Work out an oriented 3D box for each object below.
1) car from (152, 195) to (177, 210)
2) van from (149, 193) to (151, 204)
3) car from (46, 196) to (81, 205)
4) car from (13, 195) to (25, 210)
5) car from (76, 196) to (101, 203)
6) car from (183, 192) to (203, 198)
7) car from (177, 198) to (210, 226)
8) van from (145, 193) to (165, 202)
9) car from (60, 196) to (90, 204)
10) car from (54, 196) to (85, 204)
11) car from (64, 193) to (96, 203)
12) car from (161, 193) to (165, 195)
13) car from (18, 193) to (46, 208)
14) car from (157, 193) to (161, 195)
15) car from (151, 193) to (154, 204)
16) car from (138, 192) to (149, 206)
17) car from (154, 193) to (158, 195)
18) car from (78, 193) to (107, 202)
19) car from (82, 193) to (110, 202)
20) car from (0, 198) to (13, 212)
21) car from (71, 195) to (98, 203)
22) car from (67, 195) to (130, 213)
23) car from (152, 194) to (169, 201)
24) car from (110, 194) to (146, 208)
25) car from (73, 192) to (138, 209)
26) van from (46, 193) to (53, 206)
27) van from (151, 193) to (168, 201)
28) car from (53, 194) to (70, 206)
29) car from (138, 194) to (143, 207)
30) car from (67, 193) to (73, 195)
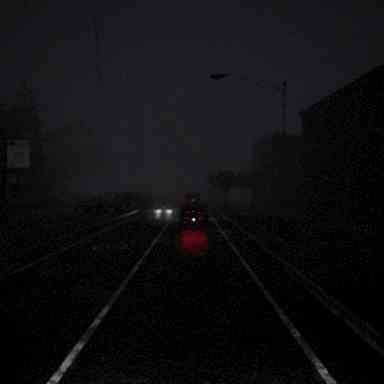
[{"bbox_3d":[-3.247,1.397,40.804,2.033,1.411,5.357,0,0,0],"label":"car"},{"bbox_3d":[-8.728,1.125,48.609,4.442,1.987,1.878,0,0,0],"label":"van"},{"bbox_3d":[-21.926,1.391,56.886,5.008,1.535,2.097,0,0,0],"label":"car"},{"bbox_3d":[-21.924,1.354,37.394,4.674,1.452,2.002,0,0,0],"label":"car"},{"bbox_3d":[-21.946,1.508,70.686,4.674,1.452,2.002,0,0,0],"label":"car"},{"bbox_3d":[0.102,1.071,40.216,2.150,2.045,5.566,0,0,0],"label":"car"},{"bbox_3d":[0.101,1.388,22.127,1.837,1.490,4.892,0,0,0],"label":"car"},{"bbox_3d":[-8.764,1.308,79.443,4.442,1.987,1.878,0,0,0],"label":"van"},{"bbox_3d":[-21.967,1.447,62.456,4.792,1.488,2.163,0,0,0],"label":"car"},{"bbox_3d":[-21.905,1.434,59.671,4.792,1.488,2.163,0,0,0],"label":"car"},{"bbox_3d":[-21.914,1.182,65.241,5.566,2.045,2.435,0,0,0],"label":"car"},{"bbox_3d":[-8.865,1.468,71.035,5.008,1.535,2.097,0,0,0],"label":"car"},{"bbox_3d":[-21.890,1.202,42.963,4.553,1.767,2.185,0,0,0],"label":"car"},{"bbox_3d":[-8.884,1.152,59.823,5.566,2.045,2.435,0,0,0],"label":"car"},{"bbox_3d":[-8.840,1.365,51.412,4.892,1.521,2.231,0,0,0],"label":"car"},{"bbox_3d":[-8.870,1.076,43.004,5.566,2.045,2.435,0,0,0],"label":"car"},{"bbox_3d":[-8.846,1.390,57.019,5.008,1.535,2.097,0,0,0],"label":"car"},{"bbox_3d":[-21.924,1.238,73.596,5.566,2.045,2.435,0,0,0],"label":"car"},{"bbox_3d":[-21.928,1.259,76.258,5.566,2.045,2.435,0,0,0],"label":"car"},{"bbox_3d":[-21.929,1.311,34.607,5.008,1.535,2.097,0,0,0],"label":"car"},{"bbox_3d":[-21.940,1.450,68.026,5.008,1.535,2.097,0,0,0],"label":"car"},{"bbox_3d":[-8.840,1.314,31.793,4.892,1.521,2.231,0,0,0],"label":"car"},{"bbox_3d":[-8.930,1.520,93.458,4.553,1.767,2.185,0,0,0],"label":"car"},{"bbox_3d":[-8.810,1.211,45.805,4.553,1.767,2.185,0,0,0],"label":"car"},{"bbox_3d":[-8.872,1.060,34.594,5.566,2.045,2.435,0,0,0],"label":"car"},{"bbox_3d":[-22.038,1.112,45.744,4.442,1.987,1.878,0,0,0],"label":"van"},{"bbox_3d":[-8.779,1.398,90.656,4.442,1.987,1.878,0,0,0],"label":"van"},{"bbox_3d":[-21.923,1.404,51.315,4.674,1.452,2.002,0,0,0],"label":"car"},{"bbox_3d":[-8.848,1.319,40.198,4.892,1.521,2.231,0,0,0],"label":"car"},{"bbox_3d":[-21.743,1.375,54.100,5.366,1.575,1.946,0,0,0],"label":"car"}]
